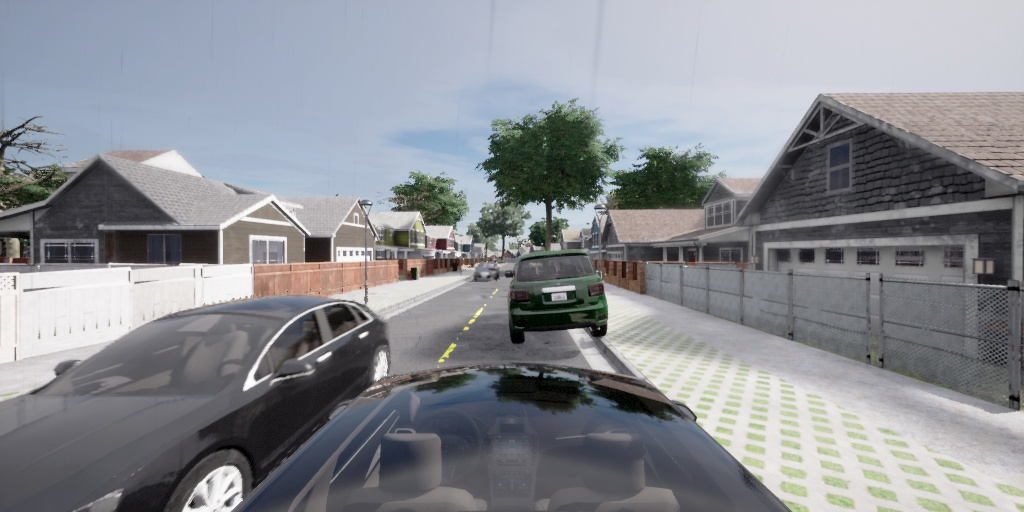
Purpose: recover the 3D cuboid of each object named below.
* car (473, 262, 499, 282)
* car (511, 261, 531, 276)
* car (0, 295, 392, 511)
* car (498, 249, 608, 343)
[{"bbox_3d":[-1.993,1.248,29.394,2.128,1.511,4.902,0,0,2],"label":"car"},{"bbox_3d":[1.102,1.318,39.612,2.033,1.411,5.357,0,0,3],"label":"car"},{"bbox_3d":[-2.801,1.254,3.766,1.837,1.490,4.892,0,0,0],"label":"car"},{"bbox_3d":[1.012,0.896,9.750,2.150,2.045,5.566,-5,0,2],"label":"car"}]
